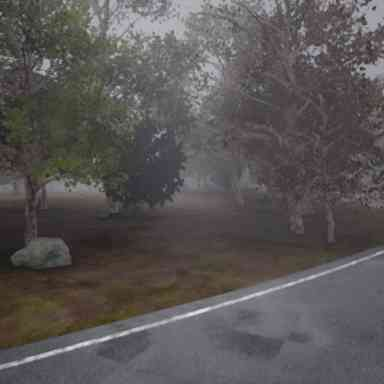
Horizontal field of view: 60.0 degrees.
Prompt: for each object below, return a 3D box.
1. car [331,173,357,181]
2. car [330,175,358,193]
[{"bbox_3d":[32.330,-3.149,70.770,4.892,1.490,1.837,-4,3,-7],"label":"car"},{"bbox_3d":[18.277,-0.843,41.594,2.150,2.045,5.566,-6,4,-25],"label":"car"}]
